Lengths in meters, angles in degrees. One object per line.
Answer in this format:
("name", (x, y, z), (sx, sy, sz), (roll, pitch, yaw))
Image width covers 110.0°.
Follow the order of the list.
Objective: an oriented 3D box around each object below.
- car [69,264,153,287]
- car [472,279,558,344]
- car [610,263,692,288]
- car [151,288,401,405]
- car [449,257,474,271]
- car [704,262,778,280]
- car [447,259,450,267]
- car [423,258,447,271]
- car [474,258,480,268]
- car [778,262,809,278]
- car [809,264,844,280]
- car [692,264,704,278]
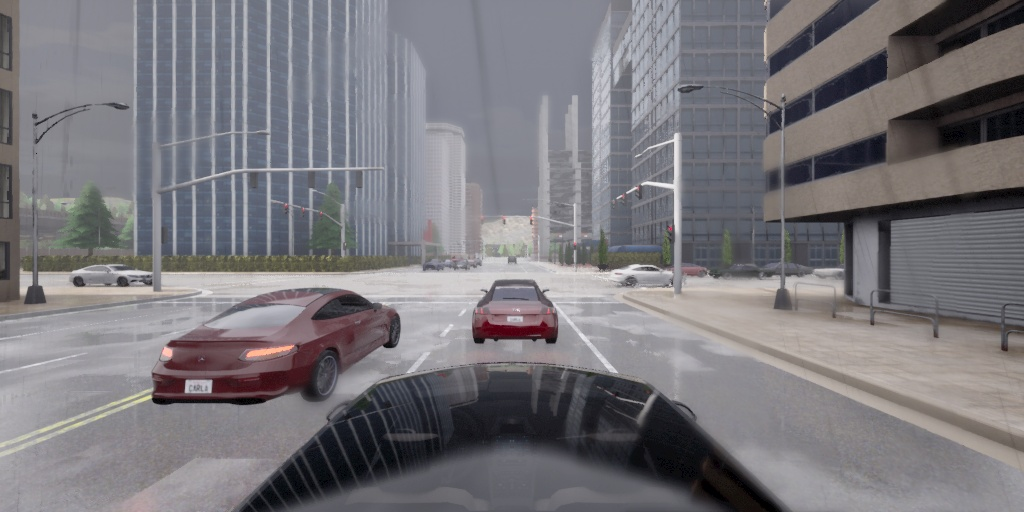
("car", (-26.438, 1.275, 23.793), (4.674, 1.442, 1.812), (0, 0, 1))
("car", (0.081, 1.314, 9.646), (1.994, 1.385, 4.181), (0, 0, 0))
("car", (8.799, 1.275, 23.394), (4.674, 1.442, 1.812), (0, 0, 1))
("car", (-3.440, 1.276, 6.258), (1.812, 1.442, 4.674), (0, 0, 0))
("car", (-7.055, 1.240, 50.866), (2.128, 1.511, 4.902), (0, 0, 0))
("car", (19.380, 1.350, 30.481), (4.718, 1.301, 1.895), (0, 0, 1))
("car", (-10.549, 1.275, 58.157), (1.812, 1.442, 4.674), (0, 0, 1))
("car", (-10.560, 1.101, 48.341), (2.097, 1.767, 4.553), (0, 0, 0))
("car", (-7.038, 1.275, 60.820), (1.812, 1.442, 4.674), (0, 0, 1))
("car", (25.394, 1.297, 33.918), (5.357, 1.411, 2.033), (0, 0, 1))
("car", (28.549, 1.350, 30.382), (4.718, 1.301, 1.895), (0, 0, 1))
("car", (16.158, 1.313, 34.019), (4.181, 1.385, 1.994), (0, 0, 1))
